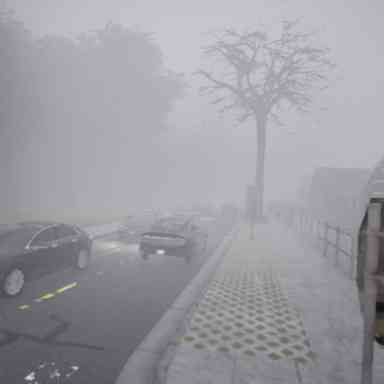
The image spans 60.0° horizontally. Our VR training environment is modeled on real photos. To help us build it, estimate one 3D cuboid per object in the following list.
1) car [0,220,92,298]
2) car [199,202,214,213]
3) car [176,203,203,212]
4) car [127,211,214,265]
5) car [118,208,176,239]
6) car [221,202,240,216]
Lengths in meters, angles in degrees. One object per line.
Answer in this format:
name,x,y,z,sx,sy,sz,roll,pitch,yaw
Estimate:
car,-4.412,1.541,8.818,1.837,1.490,4.892,3,-1,11
car,1.433,1.864,38.676,1.882,1.535,5.008,3,0,12
car,-0.602,1.894,28.410,1.994,1.385,4.181,3,0,11
car,-0.560,1.777,13.199,2.128,1.511,4.902,3,0,11
car,-2.510,1.752,18.606,1.812,1.442,4.674,3,0,11
car,4.631,2.026,40.174,2.128,1.511,4.902,3,0,12
